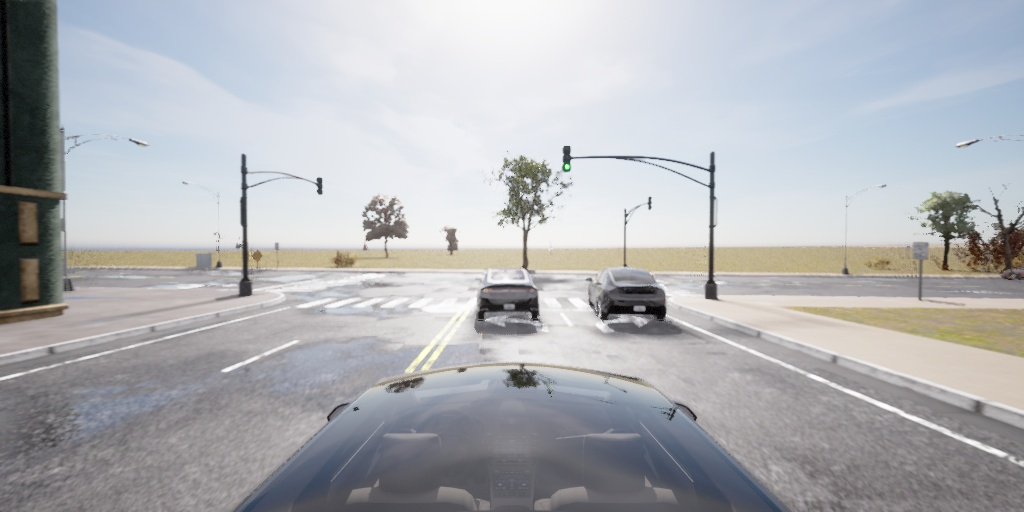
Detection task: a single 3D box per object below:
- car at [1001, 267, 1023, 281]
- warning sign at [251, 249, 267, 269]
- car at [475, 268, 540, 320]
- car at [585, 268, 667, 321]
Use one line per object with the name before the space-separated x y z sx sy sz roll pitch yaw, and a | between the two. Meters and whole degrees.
car | 42.165 1.379 28.607 4.181 1.385 1.994 1 1 2
warning sign | -23.454 0.262 33.072 1.060 1.860 1.300 0 0 1
car | -0.210 1.132 12.066 2.128 1.511 4.902 0 1 -3
car | 3.665 1.145 12.056 1.837 1.490 4.892 0 1 5
